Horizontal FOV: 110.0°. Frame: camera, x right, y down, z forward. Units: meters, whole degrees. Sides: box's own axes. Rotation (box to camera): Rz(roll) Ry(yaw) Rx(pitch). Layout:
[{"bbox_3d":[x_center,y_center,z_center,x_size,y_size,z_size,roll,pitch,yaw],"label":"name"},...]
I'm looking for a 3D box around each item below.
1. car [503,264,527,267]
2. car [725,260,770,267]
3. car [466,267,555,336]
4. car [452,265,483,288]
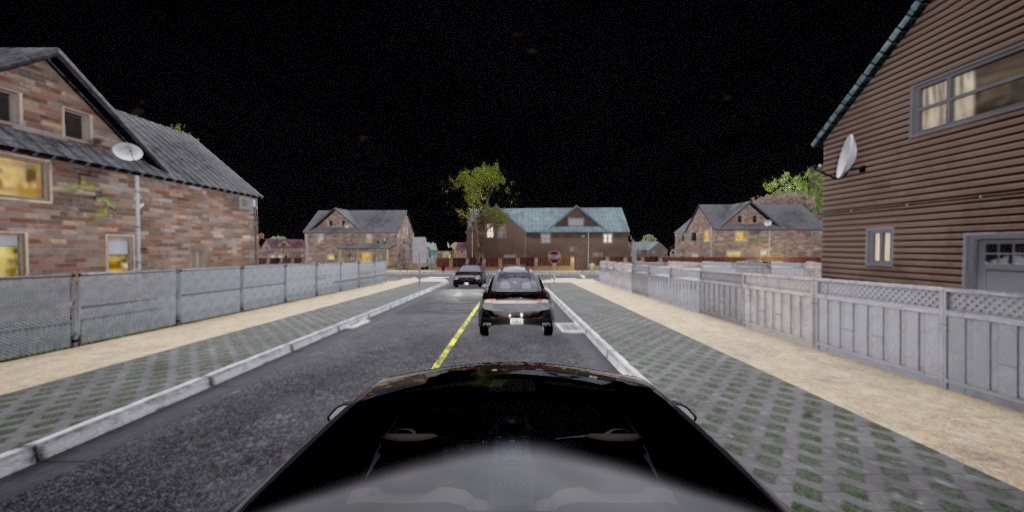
[{"bbox_3d":[0.183,1.213,21.014,1.882,1.535,5.008,0,0,2],"label":"car"},{"bbox_3d":[22.080,1.162,33.660,5.008,1.535,1.882,0,1,1],"label":"car"},{"bbox_3d":[0.110,1.233,10.377,2.128,1.511,4.902,0,0,0],"label":"car"},{"bbox_3d":[-2.718,1.281,24.146,2.033,1.411,5.357,0,0,0],"label":"car"}]
